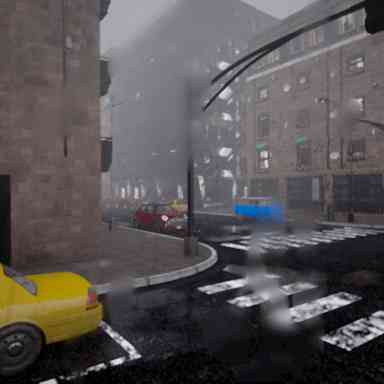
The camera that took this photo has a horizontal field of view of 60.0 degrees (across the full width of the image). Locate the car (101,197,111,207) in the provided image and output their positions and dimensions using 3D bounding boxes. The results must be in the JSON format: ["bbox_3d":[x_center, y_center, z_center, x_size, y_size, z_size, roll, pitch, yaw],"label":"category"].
[{"bbox_3d":[-11.743,1.446,47.814,1.887,1.381,4.507,-1,0,-36],"label":"car"}]

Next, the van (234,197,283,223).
[{"bbox_3d":[4.898,1.263,24.914,1.690,1.788,3.998,0,0,-36],"label":"van"}]

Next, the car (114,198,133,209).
[{"bbox_3d":[-8.415,1.446,43.234,1.887,1.381,4.507,-1,0,-36],"label":"car"}]

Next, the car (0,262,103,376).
[{"bbox_3d":[-3.591,1.526,4.003,4.829,1.417,1.752,0,0,-36],"label":"car"}]

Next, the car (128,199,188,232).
[{"bbox_3d":[-1.892,1.431,20.003,1.967,1.590,4.097,0,0,-36],"label":"car"}]

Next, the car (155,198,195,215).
[{"bbox_3d":[-1.859,1.432,34.212,1.752,1.417,4.829,-1,0,-36],"label":"car"}]
